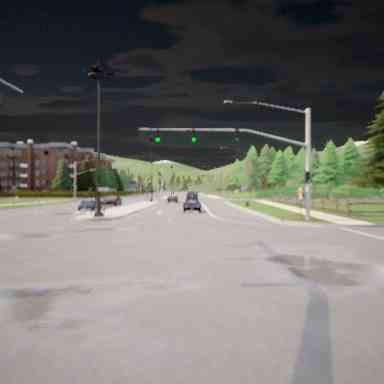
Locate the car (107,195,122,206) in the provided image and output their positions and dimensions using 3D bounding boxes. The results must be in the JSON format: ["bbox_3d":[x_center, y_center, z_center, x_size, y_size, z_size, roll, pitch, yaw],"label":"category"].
[{"bbox_3d":[-11.544,1.229,48.569,1.882,1.535,5.008,0,0,0],"label":"car"}]

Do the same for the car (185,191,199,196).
[{"bbox_3d":[0.017,0.912,60.443,2.150,2.045,5.566,0,0,0],"label":"car"}]

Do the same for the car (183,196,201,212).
[{"bbox_3d":[0.010,1.421,35.009,1.895,1.301,4.718,0,0,0],"label":"car"}]

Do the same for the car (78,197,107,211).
[{"bbox_3d":[-11.570,1.330,38.219,1.812,1.442,4.674,0,0,0],"label":"car"}]

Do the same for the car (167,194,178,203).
[{"bbox_3d":[-3.483,1.182,60.414,2.128,1.511,4.902,0,0,0],"label":"car"}]
